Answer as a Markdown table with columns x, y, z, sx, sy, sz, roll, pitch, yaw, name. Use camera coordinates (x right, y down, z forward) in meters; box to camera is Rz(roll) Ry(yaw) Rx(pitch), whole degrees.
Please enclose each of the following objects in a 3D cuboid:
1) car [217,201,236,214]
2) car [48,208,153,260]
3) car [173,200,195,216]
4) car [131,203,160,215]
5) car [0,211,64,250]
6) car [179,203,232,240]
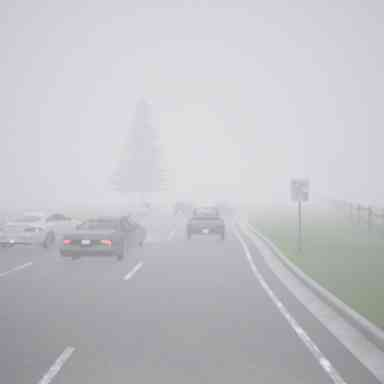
| x | y | z | sx | sy | sz | roll | pitch | yaw | name |
| --- | --- | --- | --- | --- | --- | --- | --- | --- | --- |
| 3.261 | 1.588 | 33.664 | 1.812 | 1.442 | 4.674 | 0 | 0 | 14 | car |
| -3.055 | 1.571 | 12.563 | 2.033 | 1.411 | 5.357 | 0 | 0 | 4 | car |
| -0.527 | 1.565 | 32.871 | 1.837 | 1.490 | 4.892 | 0 | 0 | 13 | car |
| -4.478 | 1.658 | 31.347 | 1.895 | 1.301 | 4.718 | 0 | 0 | 12 | car |
| -6.416 | 1.552 | 14.471 | 1.812 | 1.442 | 4.674 | 0 | 0 | 3 | car |
| 0.756 | 1.524 | 17.215 | 2.128 | 1.511 | 4.902 | 0 | 0 | 4 | car |
